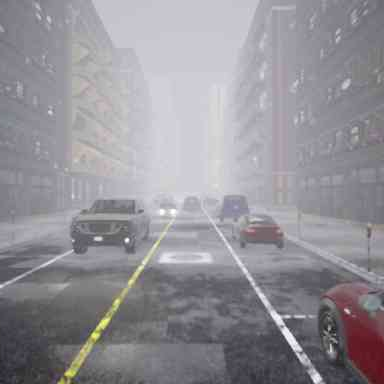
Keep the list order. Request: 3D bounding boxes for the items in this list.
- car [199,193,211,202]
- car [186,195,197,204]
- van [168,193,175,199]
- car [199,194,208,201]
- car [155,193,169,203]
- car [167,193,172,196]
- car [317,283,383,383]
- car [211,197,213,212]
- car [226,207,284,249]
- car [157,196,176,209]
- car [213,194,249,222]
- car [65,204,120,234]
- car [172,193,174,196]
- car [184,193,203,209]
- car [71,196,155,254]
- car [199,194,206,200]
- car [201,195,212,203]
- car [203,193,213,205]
[{"bbox_3d":[2.705,1.128,69.553,2.192,1.841,5.009,1,0,0],"label":"car"},{"bbox_3d":[0.008,1.333,59.560,1.882,1.535,5.008,0,0,0],"label":"car"},{"bbox_3d":[-5.676,1.087,91.662,1.690,1.788,3.998,1,0,0],"label":"van"},{"bbox_3d":[2.700,1.331,80.634,2.008,1.369,4.403,1,0,0],"label":"car"},{"bbox_3d":[-5.679,1.397,58.420,2.008,1.369,4.403,1,0,0],"label":"car"},{"bbox_3d":[-5.675,1.145,63.959,2.192,1.841,5.009,1,0,0],"label":"car"},{"bbox_3d":[2.705,1.433,3.066,1.967,1.590,4.097,1,0,0],"label":"car"},{"bbox_3d":[3.146,1.442,33.100,1.812,1.442,4.674,0,0,0],"label":"car"},{"bbox_3d":[2.702,1.549,14.147,1.802,1.307,4.206,1,0,0],"label":"car"},{"bbox_3d":[-3.086,1.488,43.534,1.895,1.301,4.718,0,0,0],"label":"car"},{"bbox_3d":[3.104,1.164,26.128,2.150,2.045,5.566,0,0,0],"label":"car"},{"bbox_3d":[-5.678,1.497,19.635,1.887,1.381,4.507,1,0,0],"label":"car"},{"bbox_3d":[-5.679,1.322,74.871,1.752,1.417,4.829,1,0,0],"label":"car"},{"bbox_3d":[0.006,1.264,43.591,2.097,1.767,4.553,0,0,0],"label":"car"},{"bbox_3d":[-3.059,1.191,13.717,2.150,2.045,5.566,0,0,1],"label":"car"},{"bbox_3d":[2.701,1.288,86.345,1.752,1.417,4.829,1,0,0],"label":"car"},{"bbox_3d":[2.702,1.375,64.014,1.887,1.381,4.507,1,0,0],"label":"car"},{"bbox_3d":[2.703,1.302,52.932,1.967,1.590,4.097,1,0,0],"label":"car"}]
